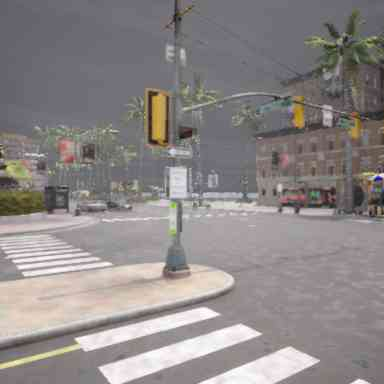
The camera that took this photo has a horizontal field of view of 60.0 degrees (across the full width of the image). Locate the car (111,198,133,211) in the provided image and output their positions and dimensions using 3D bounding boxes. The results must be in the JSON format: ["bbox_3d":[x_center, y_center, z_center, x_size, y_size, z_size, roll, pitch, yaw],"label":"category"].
[{"bbox_3d":[-9.049,1.559,41.563,2.128,1.511,4.902,0,0,-35],"label":"car"}]

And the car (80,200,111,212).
[{"bbox_3d":[-11.625,1.653,39.135,1.895,1.301,4.718,0,0,-35],"label":"car"}]
